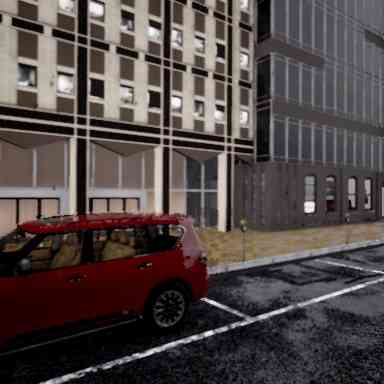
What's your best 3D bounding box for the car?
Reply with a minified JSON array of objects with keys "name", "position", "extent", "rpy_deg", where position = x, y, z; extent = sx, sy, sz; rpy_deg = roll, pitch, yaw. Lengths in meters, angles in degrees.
[{"name":"car","position":[-1.990,1.318,5.256],"extent":[5.009,1.841,2.192],"rpy_deg":[0,0,-36]}]
